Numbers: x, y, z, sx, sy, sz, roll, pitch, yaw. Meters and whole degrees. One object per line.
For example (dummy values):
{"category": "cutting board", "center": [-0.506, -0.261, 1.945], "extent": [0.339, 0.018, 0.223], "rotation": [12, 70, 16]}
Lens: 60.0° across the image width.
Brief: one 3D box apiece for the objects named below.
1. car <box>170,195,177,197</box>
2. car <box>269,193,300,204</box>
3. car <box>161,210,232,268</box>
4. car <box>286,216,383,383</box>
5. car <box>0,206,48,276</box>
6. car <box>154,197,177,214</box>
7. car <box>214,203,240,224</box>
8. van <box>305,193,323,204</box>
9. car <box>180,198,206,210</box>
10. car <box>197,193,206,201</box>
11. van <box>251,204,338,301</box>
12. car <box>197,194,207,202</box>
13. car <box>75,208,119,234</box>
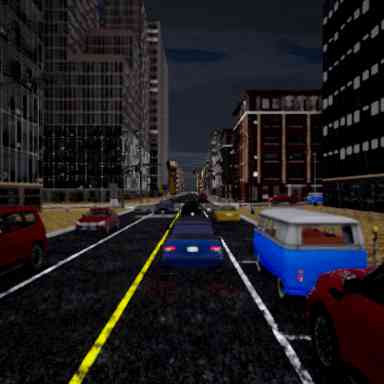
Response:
{"category": "car", "center": [-5.339, 1.574, 90.757], "extent": [2.008, 1.369, 4.403], "rotation": [0, 0, 0]}
{"category": "car", "center": [15.300, 1.105, 55.120], "extent": [5.009, 1.841, 2.192], "rotation": [-1, 1, -1]}
{"category": "car", "center": [0.042, 1.549, 11.220], "extent": [2.033, 1.411, 5.357], "rotation": [0, 0, 1]}
{"category": "car", "center": [2.563, 1.315, 2.521], "extent": [2.192, 1.841, 5.009], "rotation": [0, 0, 0]}
{"category": "car", "center": [-5.319, 1.316, 8.078], "extent": [2.192, 1.841, 5.009], "rotation": [0, 0, 0]}
{"category": "car", "center": [-2.804, 1.554, 35.011], "extent": [2.033, 1.411, 5.357], "rotation": [0, 0, 1]}
{"category": "car", "center": [2.558, 1.529, 24.926], "extent": [1.752, 1.417, 4.829], "rotation": [0, 0, 0]}
{"category": "van", "center": [20.956, 1.061, 55.182], "extent": [3.998, 1.788, 1.690], "rotation": [-1, 1, -1]}
{"category": "car", "center": [0.059, 1.509, 29.353], "extent": [1.837, 1.490, 4.892], "rotation": [0, 0, 0]}
{"category": "car", "center": [2.541, 1.338, 90.759], "extent": [2.192, 1.841, 5.009], "rotation": [0, 0, 0]}
{"category": "van", "center": [2.562, 1.342, 8.080], "extent": [1.690, 1.788, 3.998], "rotation": [0, 0, 0]}
{"category": "car", "center": [2.544, 1.334, 79.573], "extent": [2.192, 1.841, 5.009], "rotation": [0, 0, 0]}
{"category": "car", "center": [-5.321, 1.585, 19.195], "extent": [1.802, 1.307, 4.206], "rotation": [0, 0, 0]}
